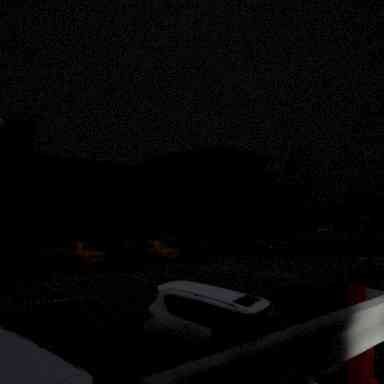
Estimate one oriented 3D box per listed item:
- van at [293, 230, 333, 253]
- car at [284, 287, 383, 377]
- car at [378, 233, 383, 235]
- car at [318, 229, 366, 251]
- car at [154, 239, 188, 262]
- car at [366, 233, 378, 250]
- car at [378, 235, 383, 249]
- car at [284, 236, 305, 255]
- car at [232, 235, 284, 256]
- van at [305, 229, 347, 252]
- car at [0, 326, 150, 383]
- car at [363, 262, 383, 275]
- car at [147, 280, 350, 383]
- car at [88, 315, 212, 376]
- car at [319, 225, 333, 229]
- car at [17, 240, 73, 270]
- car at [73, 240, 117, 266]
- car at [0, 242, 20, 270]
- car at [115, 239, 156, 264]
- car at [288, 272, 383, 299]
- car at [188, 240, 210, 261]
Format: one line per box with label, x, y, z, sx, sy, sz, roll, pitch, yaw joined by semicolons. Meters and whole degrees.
van;13.541;5.829;38.727;4.442;1.987;1.878;1;-3;34
car;3.655;4.294;10.616;4.892;1.521;2.231;3;-2;34
car;25.593;6.867;47.290;5.566;2.045;2.435;1;-3;34
car;18.459;6.231;42.103;5.566;2.045;2.435;1;-4;34
car;-3.296;4.558;26.683;5.366;1.575;1.946;1;-3;34
car;20.856;6.444;43.825;5.566;2.045;2.435;1;-4;34
car;23.239;6.937;45.545;4.792;1.488;2.163;1;-4;34
car;8.843;5.632;35.208;4.892;1.521;2.231;1;-3;34
car;6.424;5.292;33.506;4.553;1.767;2.185;1;-4;34
van;15.938;6.042;40.450;4.442;1.987;1.878;1;-3;34
car;-3.693;3.387;5.339;5.566;2.045;2.435;3;-2;34
car;11.039;4.697;15.874;5.566;2.045;2.435;3;-2;34
car;1.251;3.825;8.829;5.566;2.045;2.435;3;-2;34
car;-1.265;3.885;7.095;4.792;1.488;2.163;3;-2;34
car;27.272;7.824;67.787;2.435;2.045;5.566;2;-2;36
car;-10.331;3.923;21.409;5.008;1.535;2.097;1;-4;35
car;-8.088;4.131;23.237;5.366;1.575;1.946;1;-3;34
car;-12.750;3.739;19.702;4.792;1.488;2.163;1;-3;34
car;-5.532;4.350;24.865;5.008;1.535;2.097;1;-3;34
car;6.095;4.259;12.391;5.566;2.045;2.435;3;-2;34
car;-0.719;4.808;28.299;4.792;1.488;2.163;1;-4;34
